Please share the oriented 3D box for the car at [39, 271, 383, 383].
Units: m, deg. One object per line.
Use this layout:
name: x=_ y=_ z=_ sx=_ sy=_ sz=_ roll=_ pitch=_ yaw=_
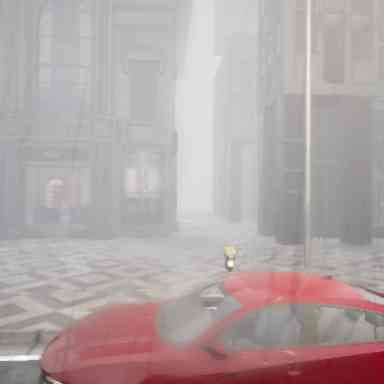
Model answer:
car: x=0.749 y=1.599 z=3.601 sx=4.507 sy=1.381 sz=1.887 roll=0 pitch=-1 yaw=-4
